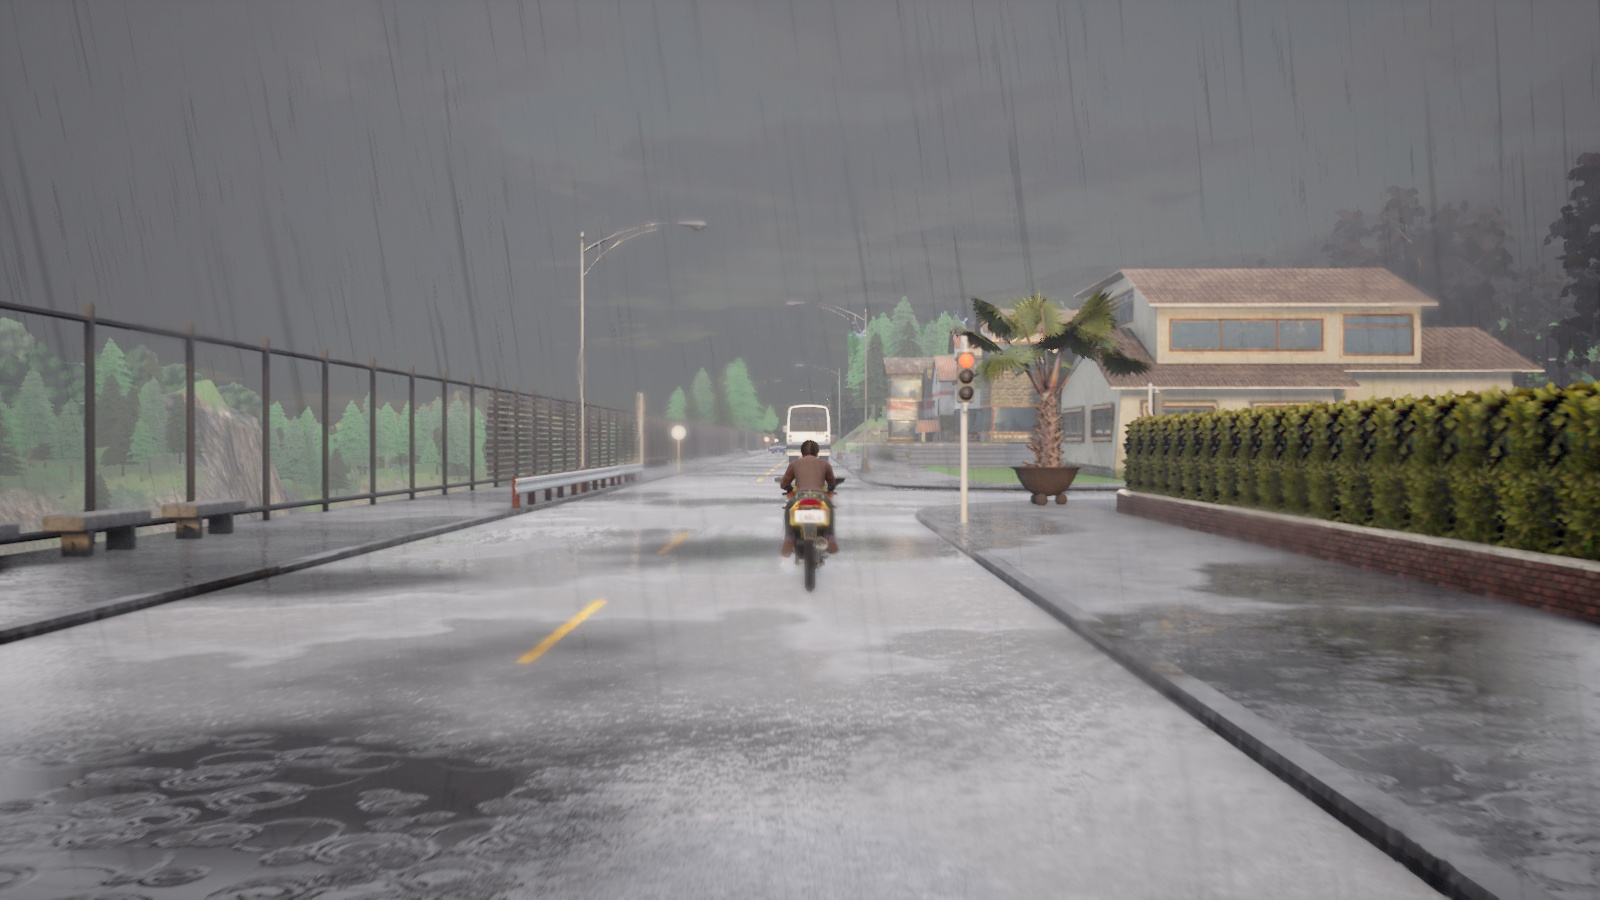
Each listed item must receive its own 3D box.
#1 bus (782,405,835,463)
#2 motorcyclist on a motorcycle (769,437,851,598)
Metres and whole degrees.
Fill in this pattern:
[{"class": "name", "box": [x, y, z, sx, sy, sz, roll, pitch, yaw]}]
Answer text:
[{"class": "bus", "box": [0.661, -1.239, 97.199, 3.944, 4.253, 10.273, 0, 0, 0]}, {"class": "motorcyclist on a motorcycle", "box": [0.102, 0.648, 13.173, 0.797, 1.523, 2.044, 0, 2, 0]}]
